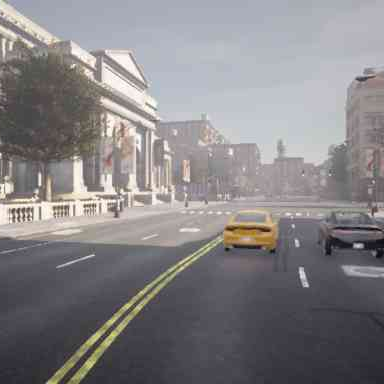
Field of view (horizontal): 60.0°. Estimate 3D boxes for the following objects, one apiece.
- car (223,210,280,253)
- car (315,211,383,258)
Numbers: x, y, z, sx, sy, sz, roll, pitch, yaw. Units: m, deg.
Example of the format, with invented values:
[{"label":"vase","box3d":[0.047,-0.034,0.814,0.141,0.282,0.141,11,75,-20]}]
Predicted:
[{"label":"car","box3d":[2.568,1.483,13.821,1.882,1.535,5.008,0,0,16]},{"label":"car","box3d":[5.932,1.493,12.855,2.128,1.511,4.902,0,0,16]}]
